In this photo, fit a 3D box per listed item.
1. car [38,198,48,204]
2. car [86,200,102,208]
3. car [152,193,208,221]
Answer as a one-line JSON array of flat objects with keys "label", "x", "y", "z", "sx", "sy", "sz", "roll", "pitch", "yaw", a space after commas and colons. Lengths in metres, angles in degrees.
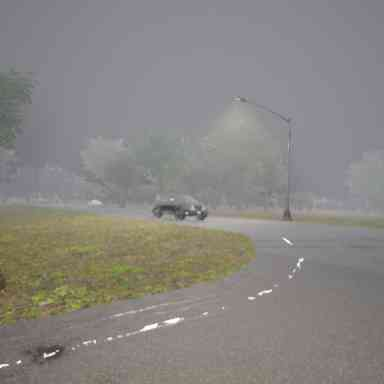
[{"label": "car", "x": -38.154, "y": 2.391, "z": 84.971, "sx": 1.837, "sy": 1.490, "sz": 4.892, "roll": 4, "pitch": -3, "yaw": -33}, {"label": "car", "x": -18.529, "y": 2.215, "z": 63.140, "sx": 1.812, "sy": 1.442, "sz": 4.674, "roll": 4, "pitch": -3, "yaw": -35}, {"label": "car", "x": -1.062, "y": 1.138, "z": 26.071, "sx": 2.150, "sy": 2.045, "sz": 5.566, "roll": 4, "pitch": -3, "yaw": -35}]
